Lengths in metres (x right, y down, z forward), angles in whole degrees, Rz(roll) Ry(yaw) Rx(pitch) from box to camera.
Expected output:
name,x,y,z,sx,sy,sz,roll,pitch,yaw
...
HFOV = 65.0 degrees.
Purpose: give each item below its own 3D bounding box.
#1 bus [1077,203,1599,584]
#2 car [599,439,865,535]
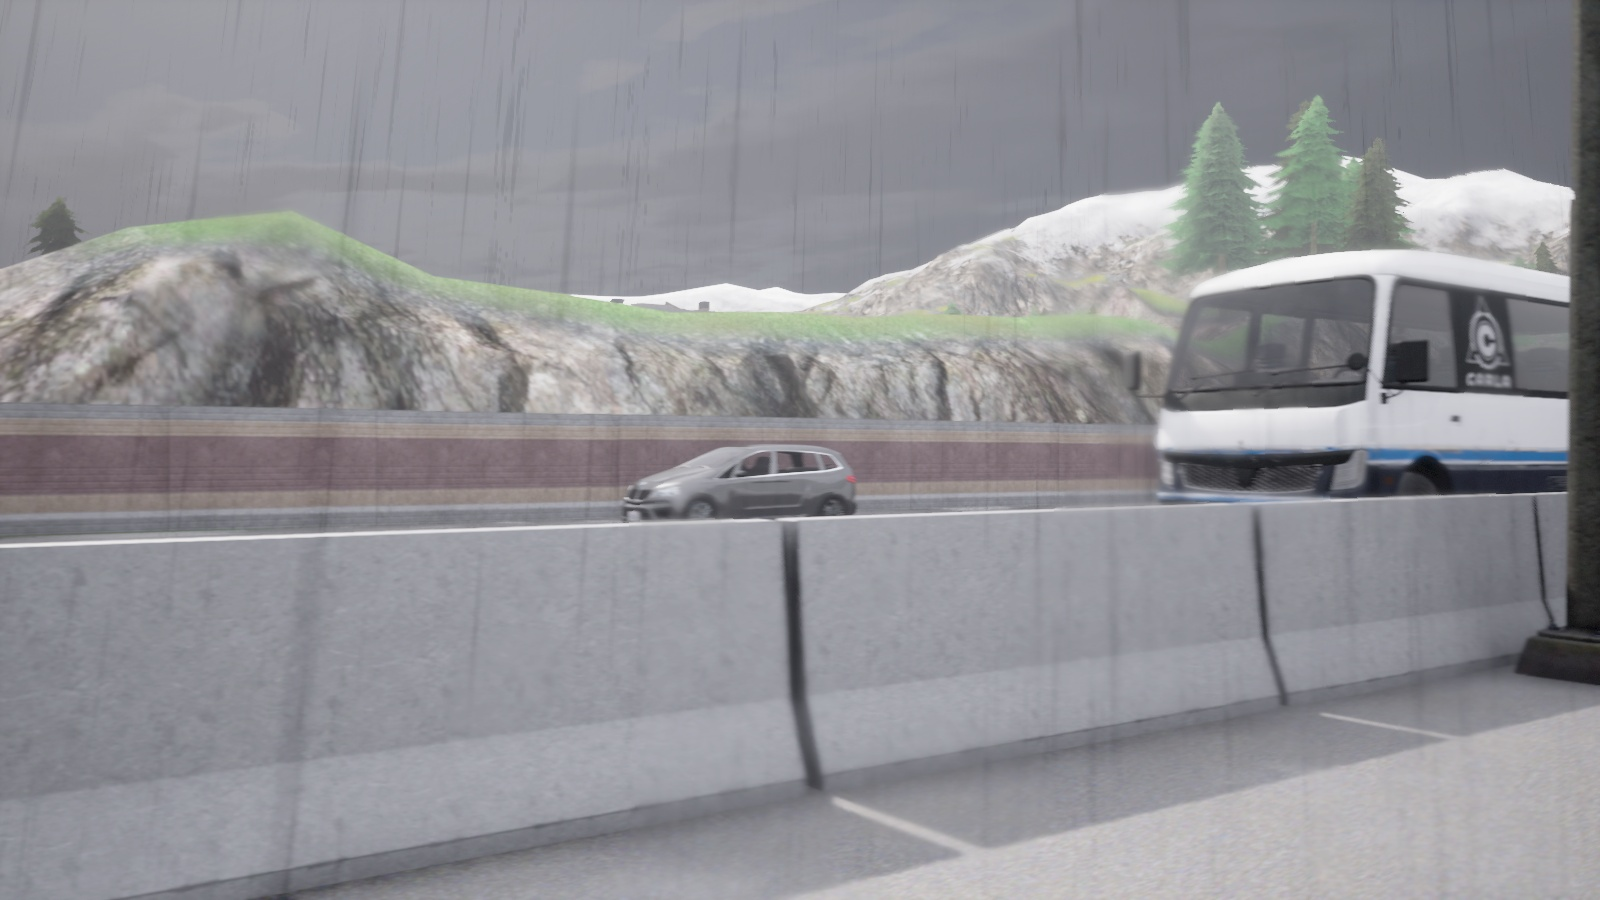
name,x,y,z,sx,sy,sz,roll,pitch,yaw
bus,9.153,-0.608,18.563,10.273,4.253,3.944,0,0,-35
car,-1.267,0.649,24.099,4.611,1.667,2.242,0,0,-35
